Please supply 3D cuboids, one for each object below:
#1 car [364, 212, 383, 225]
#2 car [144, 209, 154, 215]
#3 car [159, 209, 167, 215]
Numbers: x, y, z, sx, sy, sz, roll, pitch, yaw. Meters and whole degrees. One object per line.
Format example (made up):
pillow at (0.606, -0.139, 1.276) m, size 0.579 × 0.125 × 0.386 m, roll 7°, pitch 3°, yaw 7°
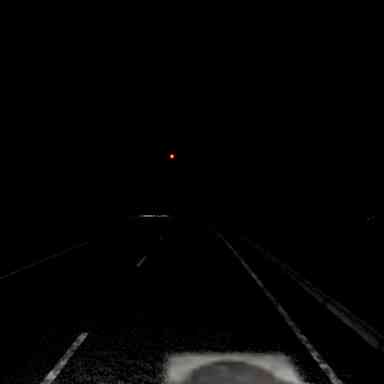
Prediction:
car at (19.436, 2.656, 33.049) m, size 4.181 × 1.385 × 1.994 m, roll 0°, pitch -4°, yaw -3°
car at (-10.498, 4.897, 80.844) m, size 1.994 × 1.385 × 4.181 m, roll 0°, pitch -1°, yaw 0°
car at (-6.999, 4.884, 80.858) m, size 2.033 × 1.411 × 5.357 m, roll 0°, pitch -1°, yaw 0°
